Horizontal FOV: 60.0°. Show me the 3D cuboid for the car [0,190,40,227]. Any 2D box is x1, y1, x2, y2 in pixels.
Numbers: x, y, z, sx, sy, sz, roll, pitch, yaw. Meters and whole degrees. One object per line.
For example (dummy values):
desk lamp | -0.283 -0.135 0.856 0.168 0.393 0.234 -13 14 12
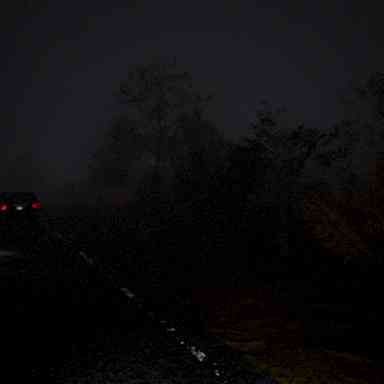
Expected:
car | -10.599 0.903 20.122 2.150 2.045 5.566 0 1 -31
